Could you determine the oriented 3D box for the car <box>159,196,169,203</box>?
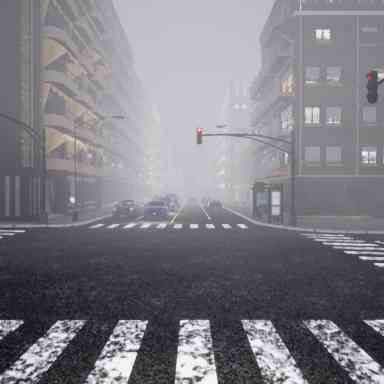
[{"bbox_3d":[-5.712,1.520,68.545,1.752,1.417,4.829,0,0,0],"label":"car"}]

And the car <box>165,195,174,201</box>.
[{"bbox_3d":[-5.716,1.543,85.631,2.008,1.369,4.403,0,0,0],"label":"car"}]

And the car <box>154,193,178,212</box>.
[{"bbox_3d":[-3.099,1.348,38.953,2.097,1.767,4.553,0,0,0],"label":"car"}]

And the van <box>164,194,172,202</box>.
[{"bbox_3d":[-5.715,1.335,79.992,1.690,1.788,3.998,0,0,0],"label":"van"}]

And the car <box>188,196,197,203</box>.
[{"bbox_3d":[0.079,1.559,69.743,1.994,1.385,4.181,0,0,0],"label":"car"}]

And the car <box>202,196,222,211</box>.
[{"bbox_3d":[2.676,1.547,40.518,2.008,1.369,4.403,0,0,0],"label":"car"}]

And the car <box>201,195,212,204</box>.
[{"bbox_3d":[2.670,1.435,63.073,1.967,1.590,4.097,0,0,0],"label":"car"}]

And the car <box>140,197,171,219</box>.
[{"bbox_3d":[-3.096,1.474,29.325,1.882,1.535,5.008,0,0,-1],"label":"car"}]

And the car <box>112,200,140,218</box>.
[{"bbox_3d":[-5.701,1.437,29.244,1.967,1.590,4.097,0,0,0],"label":"car"}]

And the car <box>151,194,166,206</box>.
[{"bbox_3d":[-5.710,1.311,57.437,2.192,1.841,5.009,0,0,0],"label":"car"}]

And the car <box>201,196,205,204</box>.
[{"bbox_3d":[2.675,1.541,46.156,1.887,1.381,4.507,0,0,0],"label":"car"}]
